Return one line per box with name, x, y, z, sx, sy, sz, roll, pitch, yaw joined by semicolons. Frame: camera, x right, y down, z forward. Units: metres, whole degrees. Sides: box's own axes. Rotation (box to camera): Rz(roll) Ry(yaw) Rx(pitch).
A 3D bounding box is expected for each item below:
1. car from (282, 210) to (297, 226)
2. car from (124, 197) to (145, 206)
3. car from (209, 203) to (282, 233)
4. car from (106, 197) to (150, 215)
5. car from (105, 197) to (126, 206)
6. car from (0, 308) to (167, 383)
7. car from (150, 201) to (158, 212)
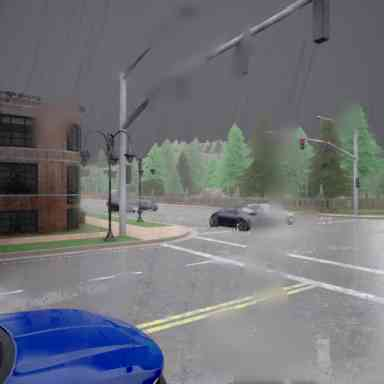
car;4.975;1.525;22.983;1.812;1.442;4.674;0;0;-35
car;-9.813;1.526;56.679;1.812;1.442;4.674;0;0;-35
car;2.886;1.564;19.869;1.994;1.385;4.181;0;0;-35
car;-6.585;1.491;33.431;2.128;1.511;4.902;0;0;-35
car;-12.611;1.564;54.573;1.994;1.385;4.181;0;0;-35
car;-2.486;1.478;1.968;5.008;1.535;1.882;0;0;-36
car;-5.666;1.505;38.245;1.837;1.490;4.892;0;0;-35
